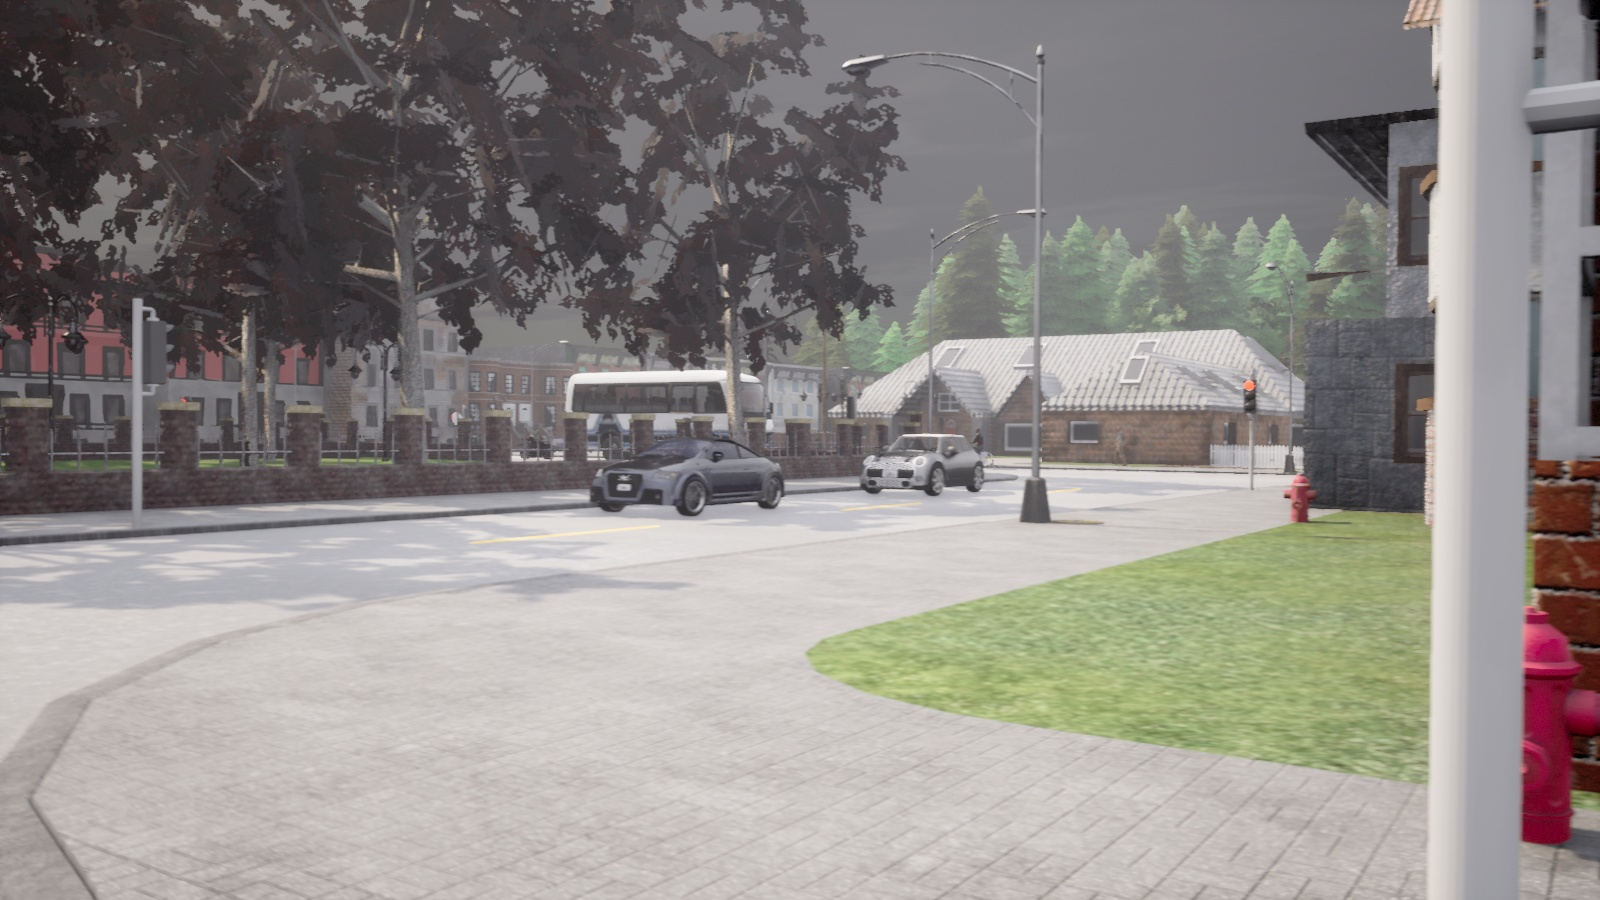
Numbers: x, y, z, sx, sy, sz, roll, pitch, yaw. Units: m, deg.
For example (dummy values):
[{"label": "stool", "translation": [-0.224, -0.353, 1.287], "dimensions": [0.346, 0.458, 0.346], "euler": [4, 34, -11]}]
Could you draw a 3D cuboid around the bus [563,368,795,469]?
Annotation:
[{"label": "bus", "translation": [-5.626, -1.377, 57.331], "dimensions": [10.273, 4.253, 3.944], "euler": [0, 1, 32]}]

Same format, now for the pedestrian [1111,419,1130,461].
[{"label": "pedestrian", "translation": [14.124, -0.443, 55.351], "dimensions": [0.694, 1.848, 0.540], "euler": [0, 1, 33]}]

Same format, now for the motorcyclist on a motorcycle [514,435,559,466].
[{"label": "motorcyclist on a motorcycle", "translation": [-13.091, 0.034, 62.320], "dimensions": [2.191, 1.530, 0.866], "euler": [0, 1, 31]}]

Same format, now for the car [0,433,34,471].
[{"label": "car", "translation": [-36.088, 0.101, 53.896], "dimensions": [2.152, 1.651, 5.027], "euler": [0, 1, 34]}]

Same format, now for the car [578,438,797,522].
[{"label": "car", "translation": [-1.989, 0.493, 23.480], "dimensions": [1.994, 1.385, 4.181], "euler": [0, 1, 31]}]

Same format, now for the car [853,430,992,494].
[{"label": "car", "translation": [3.106, 0.243, 31.183], "dimensions": [1.970, 1.475, 3.806], "euler": [0, 1, 31]}]
